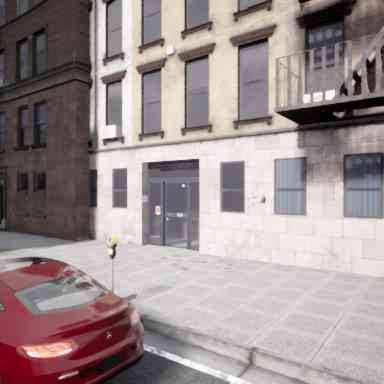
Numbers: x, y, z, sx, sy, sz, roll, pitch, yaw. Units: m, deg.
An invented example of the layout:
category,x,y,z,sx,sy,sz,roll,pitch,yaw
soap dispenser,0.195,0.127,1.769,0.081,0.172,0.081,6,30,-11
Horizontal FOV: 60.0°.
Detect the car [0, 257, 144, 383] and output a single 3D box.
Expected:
category,x,y,z,sx,sy,sz,roll,pitch,yaw
car,-2.503,1.581,4.596,4.206,1.307,1.802,0,0,36
